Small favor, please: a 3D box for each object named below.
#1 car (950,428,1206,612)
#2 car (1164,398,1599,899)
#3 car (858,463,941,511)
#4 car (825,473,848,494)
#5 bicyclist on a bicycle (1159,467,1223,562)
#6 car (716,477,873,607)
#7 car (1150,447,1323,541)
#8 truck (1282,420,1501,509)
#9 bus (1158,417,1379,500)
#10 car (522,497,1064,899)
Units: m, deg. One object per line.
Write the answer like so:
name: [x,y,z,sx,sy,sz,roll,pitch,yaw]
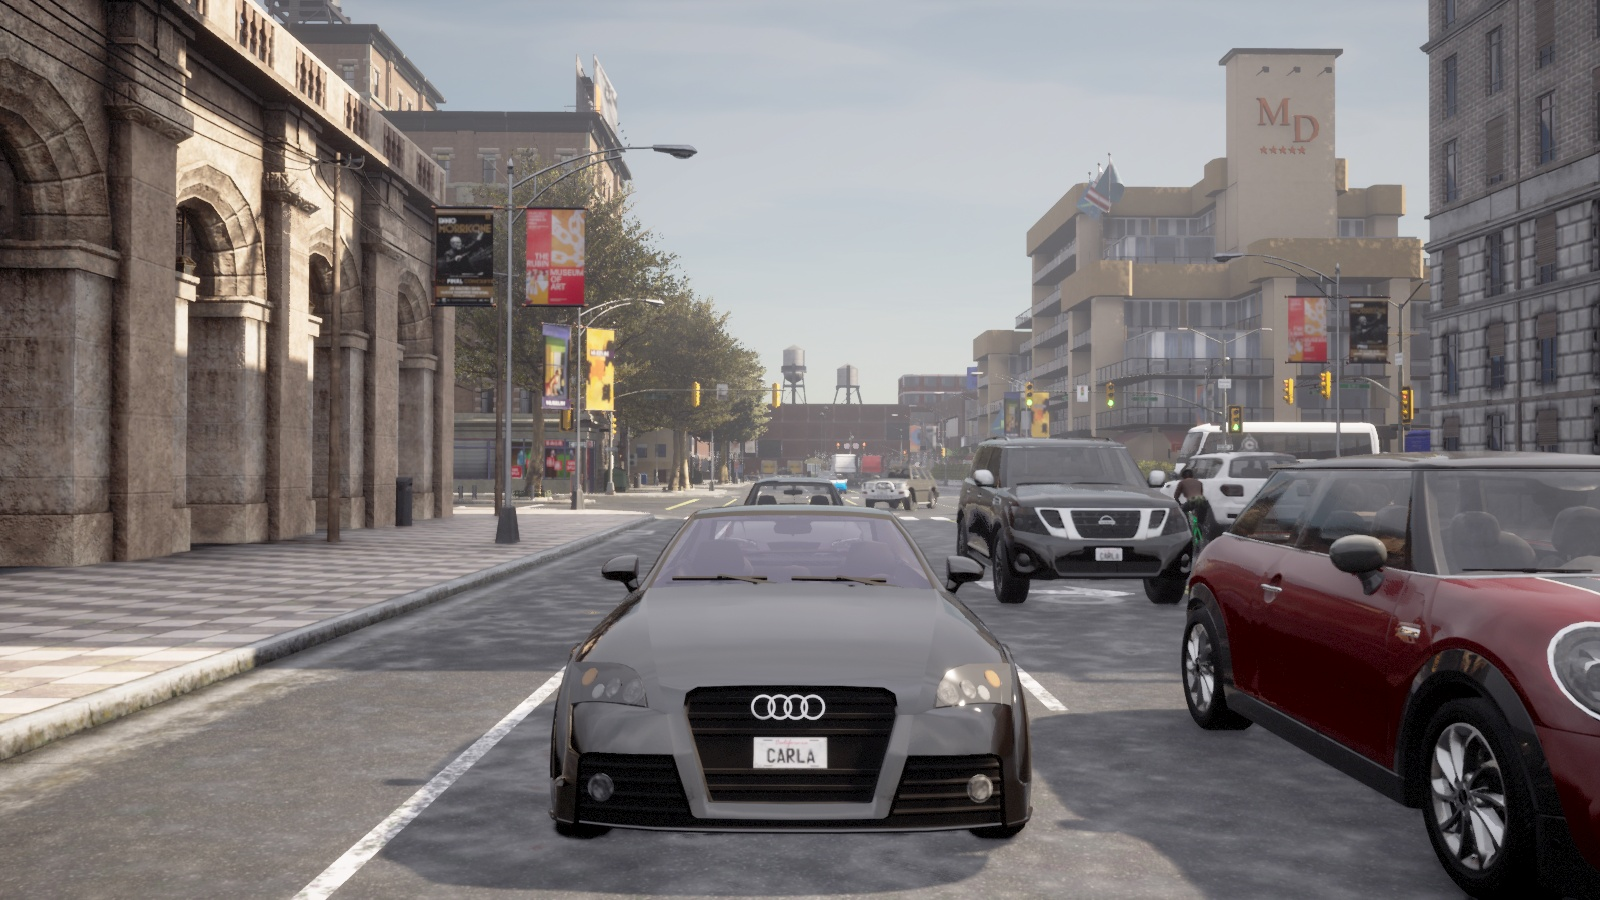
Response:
car: [3.426,0.796,16.766,2.150,2.045,5.566,0,0,0]
car: [3.469,0.760,5.993,2.097,1.767,4.553,0,-1,0]
car: [4.088,1.467,50.862,1.932,1.855,4.605,-1,-1,23]
car: [2.497,2.302,86.116,1.481,1.376,2.207,0,-1,-1]
bicyclist on a bicycle: [6.901,1.112,22.231,0.582,1.620,1.656,0,-1,0]
car: [-0.072,1.107,16.596,1.816,1.474,4.193,0,-1,0]
car: [10.301,1.001,30.206,2.150,2.045,5.566,0,-1,-1]
truck: [24.129,0.596,51.318,7.936,3.462,2.891,0,-1,-12]
bus: [24.795,0.460,66.964,10.273,4.253,3.944,0,-1,-1]
car: [-0.032,0.991,6.719,1.994,1.385,4.181,0,-1,0]
